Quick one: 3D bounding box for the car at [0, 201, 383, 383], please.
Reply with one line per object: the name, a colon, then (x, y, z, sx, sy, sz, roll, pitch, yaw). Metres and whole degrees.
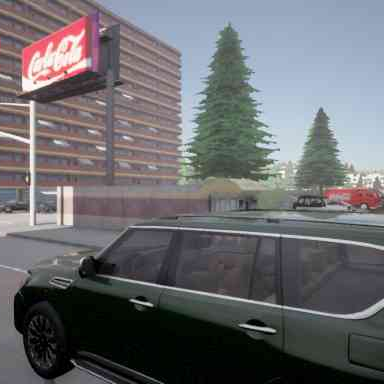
car: (0.225, 1.222, 3.832, 5.566, 2.045, 2.150, 0, 0, 35)

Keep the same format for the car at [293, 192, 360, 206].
car: (8.767, 1.149, 22.286, 3.866, 1.878, 1.905, 0, 0, 35)

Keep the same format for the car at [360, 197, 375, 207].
car: (10.705, 1.338, 24.346, 4.193, 1.474, 1.816, 0, 0, 35)

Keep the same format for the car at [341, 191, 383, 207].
car: (23.053, 1.117, 44.819, 4.605, 1.855, 1.932, 0, 0, 35)

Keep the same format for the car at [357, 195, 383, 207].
car: (26.174, 1.285, 48.098, 3.988, 1.617, 1.851, 0, 0, 35)

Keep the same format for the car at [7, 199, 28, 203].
car: (-18.823, 1.491, 36.300, 2.128, 1.511, 4.902, 0, 0, 35)

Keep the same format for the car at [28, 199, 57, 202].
car: (-14.865, 1.564, 35.843, 1.994, 1.385, 4.181, 0, 0, 35)
